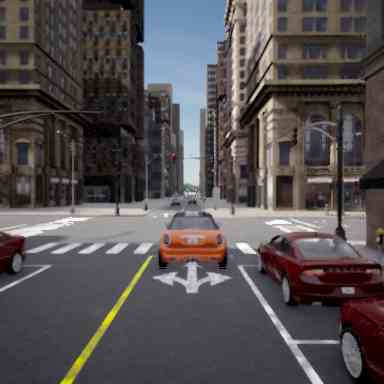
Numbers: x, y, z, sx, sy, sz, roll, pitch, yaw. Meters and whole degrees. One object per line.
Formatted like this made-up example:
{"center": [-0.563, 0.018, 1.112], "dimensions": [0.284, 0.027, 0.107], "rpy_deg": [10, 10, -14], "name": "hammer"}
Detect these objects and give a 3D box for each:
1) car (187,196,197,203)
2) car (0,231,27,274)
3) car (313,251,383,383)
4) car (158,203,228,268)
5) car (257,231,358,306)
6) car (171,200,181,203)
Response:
{"center": [0.075, 2.117, 71.809], "dimensions": [1.837, 1.490, 4.892], "rpy_deg": [0, -1, 0], "name": "car"}
{"center": [-5.773, 1.615, 8.099], "dimensions": [1.887, 1.381, 4.507], "rpy_deg": [-1, 0, 0], "name": "car"}
{"center": [2.752, 1.569, 2.594], "dimensions": [1.887, 1.381, 4.507], "rpy_deg": [-1, 0, 0], "name": "car"}
{"center": [0.045, 1.454, 11.785], "dimensions": [2.097, 1.767, 4.553], "rpy_deg": [0, 0, 1], "name": "car"}
{"center": [2.752, 1.616, 8.099], "dimensions": [1.887, 1.381, 4.507], "rpy_deg": [-1, 0, 0], "name": "car"}
{"center": [-2.969, 2.134, 61.722], "dimensions": [1.895, 1.301, 4.718], "rpy_deg": [0, 0, 1], "name": "car"}
